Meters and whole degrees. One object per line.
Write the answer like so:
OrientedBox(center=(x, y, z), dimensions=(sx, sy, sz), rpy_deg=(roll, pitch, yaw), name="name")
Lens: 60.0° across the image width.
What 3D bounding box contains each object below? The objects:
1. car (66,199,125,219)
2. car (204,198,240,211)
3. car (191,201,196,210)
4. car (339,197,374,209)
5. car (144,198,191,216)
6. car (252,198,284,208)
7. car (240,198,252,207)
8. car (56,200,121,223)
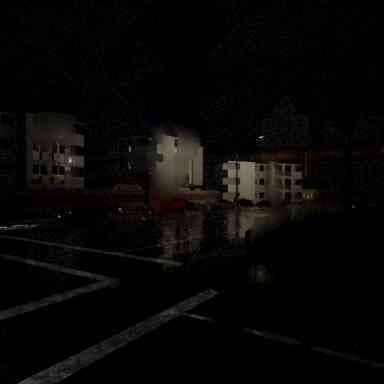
OrientedBox(center=(-8.780, 1.491, 30.547), dimensions=(2.128, 1.511, 4.902), rpy_deg=(0, 0, 37), name="car")
OrientedBox(center=(3.523, 1.600, 40.671), dimensions=(1.895, 1.301, 4.718), rpy_deg=(0, 0, 40), name="car")
OrientedBox(center=(-1.333, 1.564, 40.109), dimensions=(1.994, 1.385, 4.181), rpy_deg=(0, 0, 39), name="car")
OrientedBox(center=(22.188, 1.505, 44.863), dimensions=(4.892, 1.490, 1.837), rpy_deg=(0, 0, -18), name="car")
OrientedBox(center=(-2.586, 1.352, 32.887), dimensions=(2.097, 1.767, 4.553), rpy_deg=(0, 0, 38), name="car")
OrientedBox(center=(11.149, 1.563, 47.568), dimensions=(4.181, 1.385, 1.994), rpy_deg=(0, 0, -33), name="car")
OrientedBox(center=(7.139, 1.564, 48.970), dimensions=(4.181, 1.385, 1.994), rpy_deg=(0, 0, -37), name="car")
OrientedBox(center=(-8.015, 1.491, 25.741), dimensions=(2.128, 1.511, 4.902), rpy_deg=(0, 0, 37), name="car")
